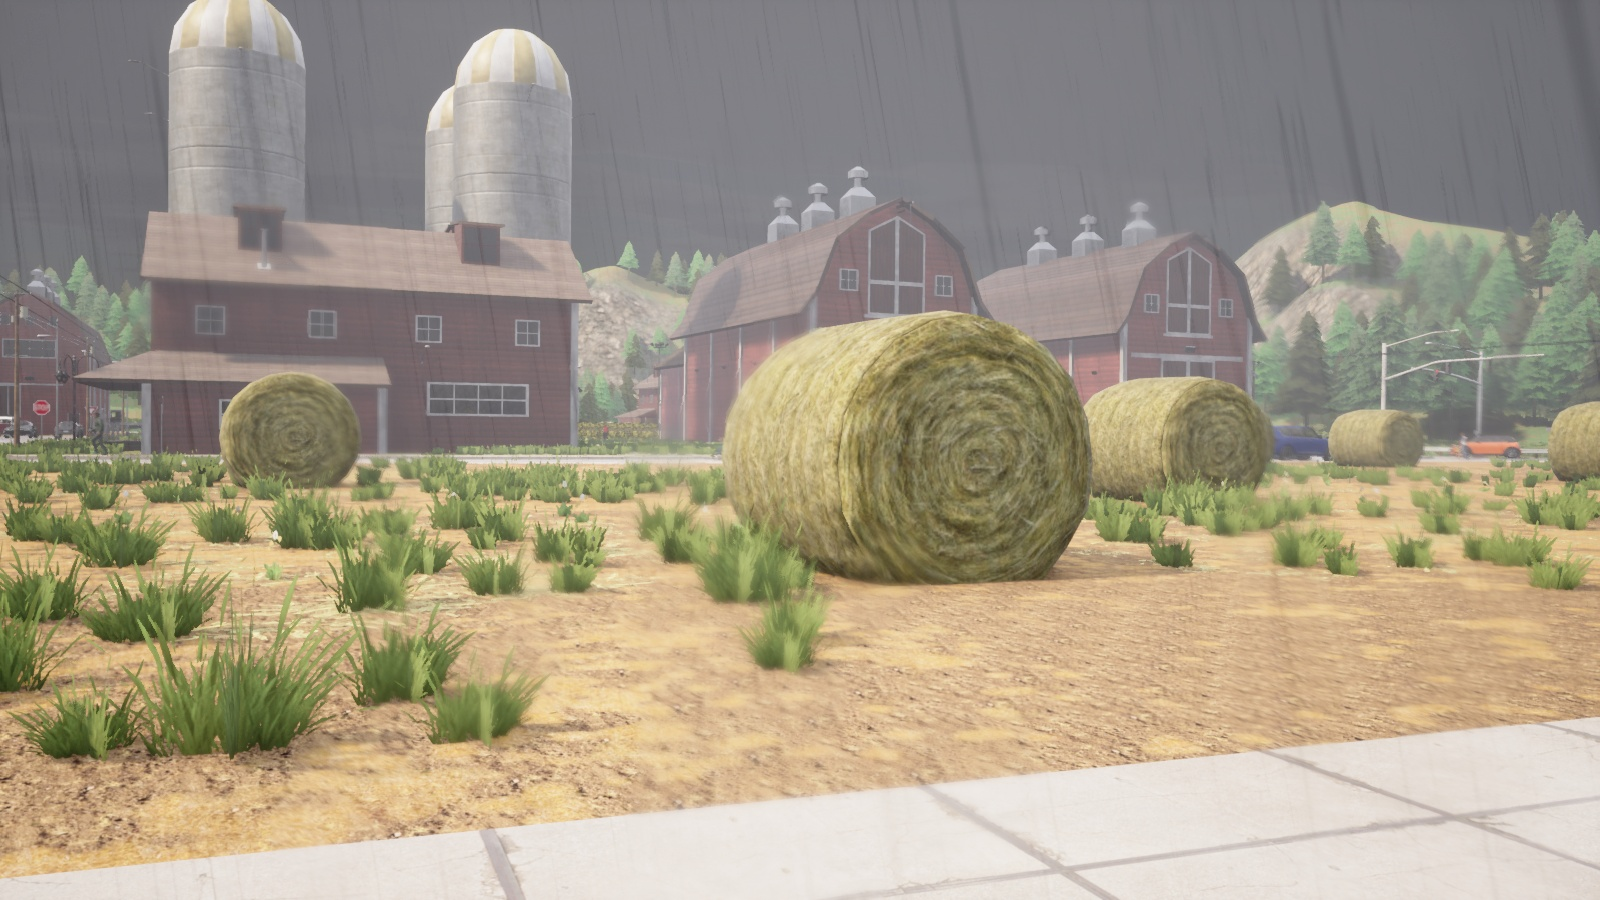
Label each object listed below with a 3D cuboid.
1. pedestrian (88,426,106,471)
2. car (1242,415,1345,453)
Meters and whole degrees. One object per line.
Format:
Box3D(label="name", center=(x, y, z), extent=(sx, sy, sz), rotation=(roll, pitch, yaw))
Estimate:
Box3D(label="pedestrian", center=(-29.227, -0.065, 52.189), extent=(0.614, 1.847, 0.353), rotation=(-1, 1, -27))
Box3D(label="car", center=(27.739, -0.922, 70.534), extent=(5.566, 2.045, 2.150), rotation=(-1, 1, -25))
